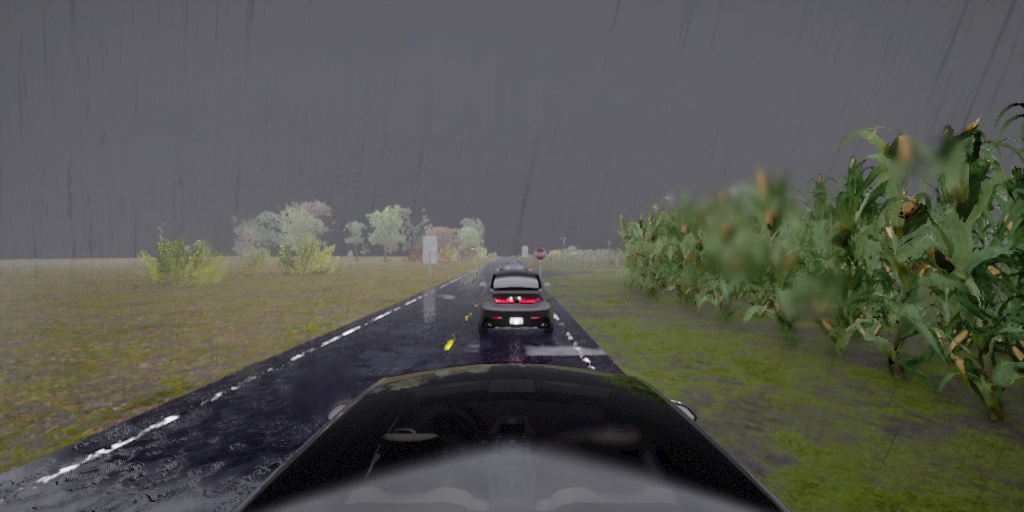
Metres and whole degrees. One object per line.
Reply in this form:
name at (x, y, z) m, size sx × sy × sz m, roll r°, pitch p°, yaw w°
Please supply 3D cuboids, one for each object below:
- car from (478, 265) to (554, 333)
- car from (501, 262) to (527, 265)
car at (0.097, 1.170, 10.350) m, size 1.837 × 1.490 × 4.892 m, roll 0°, pitch 0°, yaw 0°
car at (0.099, 1.068, 19.583) m, size 2.128 × 1.511 × 4.902 m, roll 0°, pitch 1°, yaw 0°
